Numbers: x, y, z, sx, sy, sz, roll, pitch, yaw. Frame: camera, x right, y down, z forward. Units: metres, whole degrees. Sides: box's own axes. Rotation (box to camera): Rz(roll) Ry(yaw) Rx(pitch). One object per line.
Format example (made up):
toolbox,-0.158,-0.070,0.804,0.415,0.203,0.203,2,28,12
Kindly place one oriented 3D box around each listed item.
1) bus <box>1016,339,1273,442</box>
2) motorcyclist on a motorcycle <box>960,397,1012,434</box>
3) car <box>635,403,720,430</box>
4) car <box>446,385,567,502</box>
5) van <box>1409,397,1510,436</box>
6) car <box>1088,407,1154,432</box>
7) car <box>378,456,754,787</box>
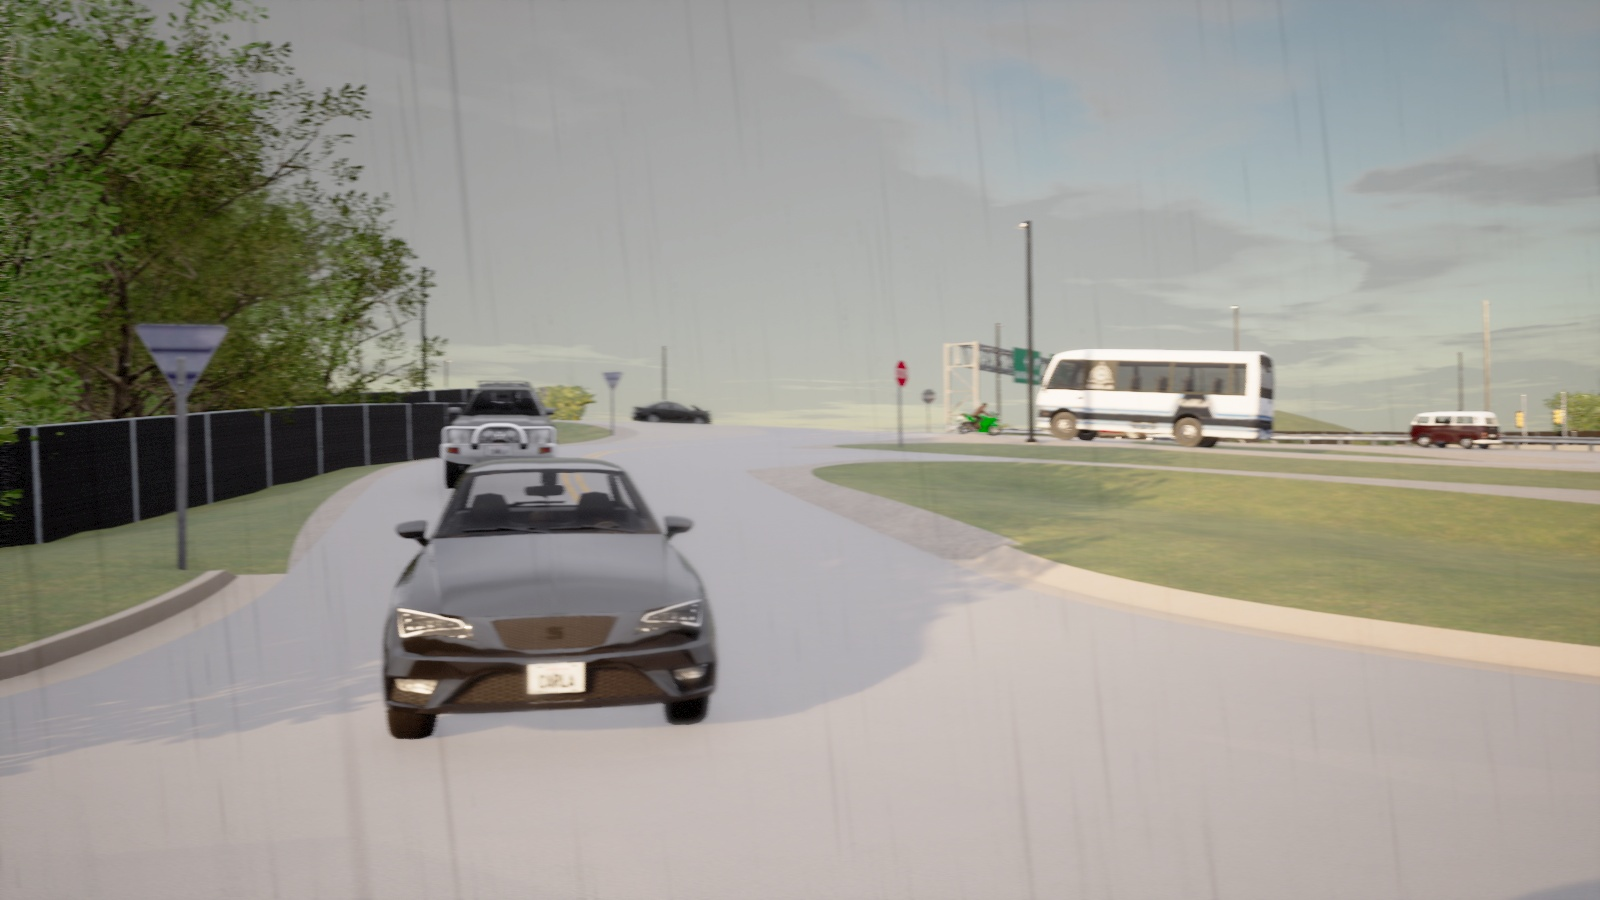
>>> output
bus,15.412,-2.692,56.628,10.273,4.253,3.944,3,1,34
motorcyclist on a motorcycle,8.209,-1.526,55.565,2.044,1.523,0.797,2,4,-14
car,-7.765,-2.098,79.507,5.008,1.535,1.882,1,-1,-21
car,-5.368,-0.228,23.335,1.932,1.855,4.605,-1,4,-11
van,35.963,-1.834,68.572,2.069,2.038,4.480,-1,2,-30
car,19.567,-1.845,76.497,3.806,1.475,1.970,1,1,17
car,-1.592,0.843,8.331,1.816,1.474,4.193,-2,1,-12
